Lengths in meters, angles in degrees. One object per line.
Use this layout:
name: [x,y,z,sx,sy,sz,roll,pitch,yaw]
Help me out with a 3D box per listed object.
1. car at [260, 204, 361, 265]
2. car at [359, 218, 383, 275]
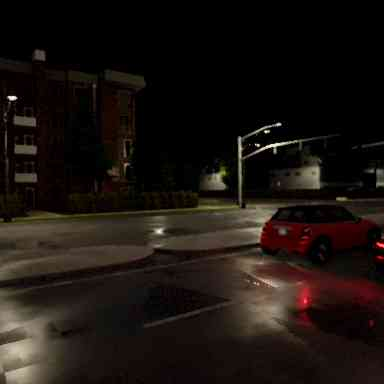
car: [4.489,1.199,11.366,4.553,1.767,2.097,-1,1,-35]
car: [6.479,1.373,8.493,4.674,1.442,1.812,-1,1,-34]
